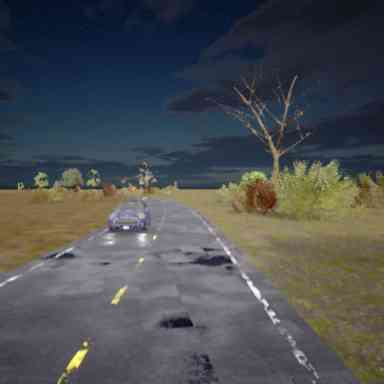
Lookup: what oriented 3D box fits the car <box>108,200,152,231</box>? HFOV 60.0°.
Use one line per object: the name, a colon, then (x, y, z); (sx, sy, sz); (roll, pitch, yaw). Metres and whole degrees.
car: (-3.583, 1.294, 19.850); (2.097, 1.767, 4.553); (0, 0, -3)
